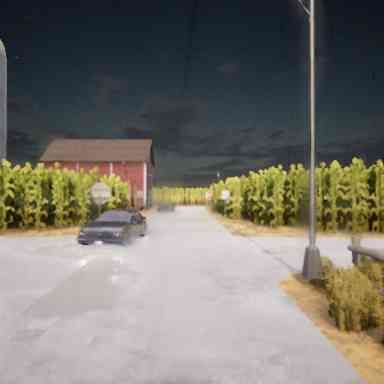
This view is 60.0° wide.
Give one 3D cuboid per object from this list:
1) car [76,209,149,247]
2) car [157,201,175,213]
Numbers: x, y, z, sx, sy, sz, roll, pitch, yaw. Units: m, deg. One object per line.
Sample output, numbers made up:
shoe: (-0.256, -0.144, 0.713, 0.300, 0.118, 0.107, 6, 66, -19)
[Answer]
car: (-3.235, 1.493, 14.895, 2.033, 1.411, 5.357, 0, 0, 5)
car: (-3.100, 1.804, 40.380, 1.994, 1.385, 4.181, 0, 0, 0)
